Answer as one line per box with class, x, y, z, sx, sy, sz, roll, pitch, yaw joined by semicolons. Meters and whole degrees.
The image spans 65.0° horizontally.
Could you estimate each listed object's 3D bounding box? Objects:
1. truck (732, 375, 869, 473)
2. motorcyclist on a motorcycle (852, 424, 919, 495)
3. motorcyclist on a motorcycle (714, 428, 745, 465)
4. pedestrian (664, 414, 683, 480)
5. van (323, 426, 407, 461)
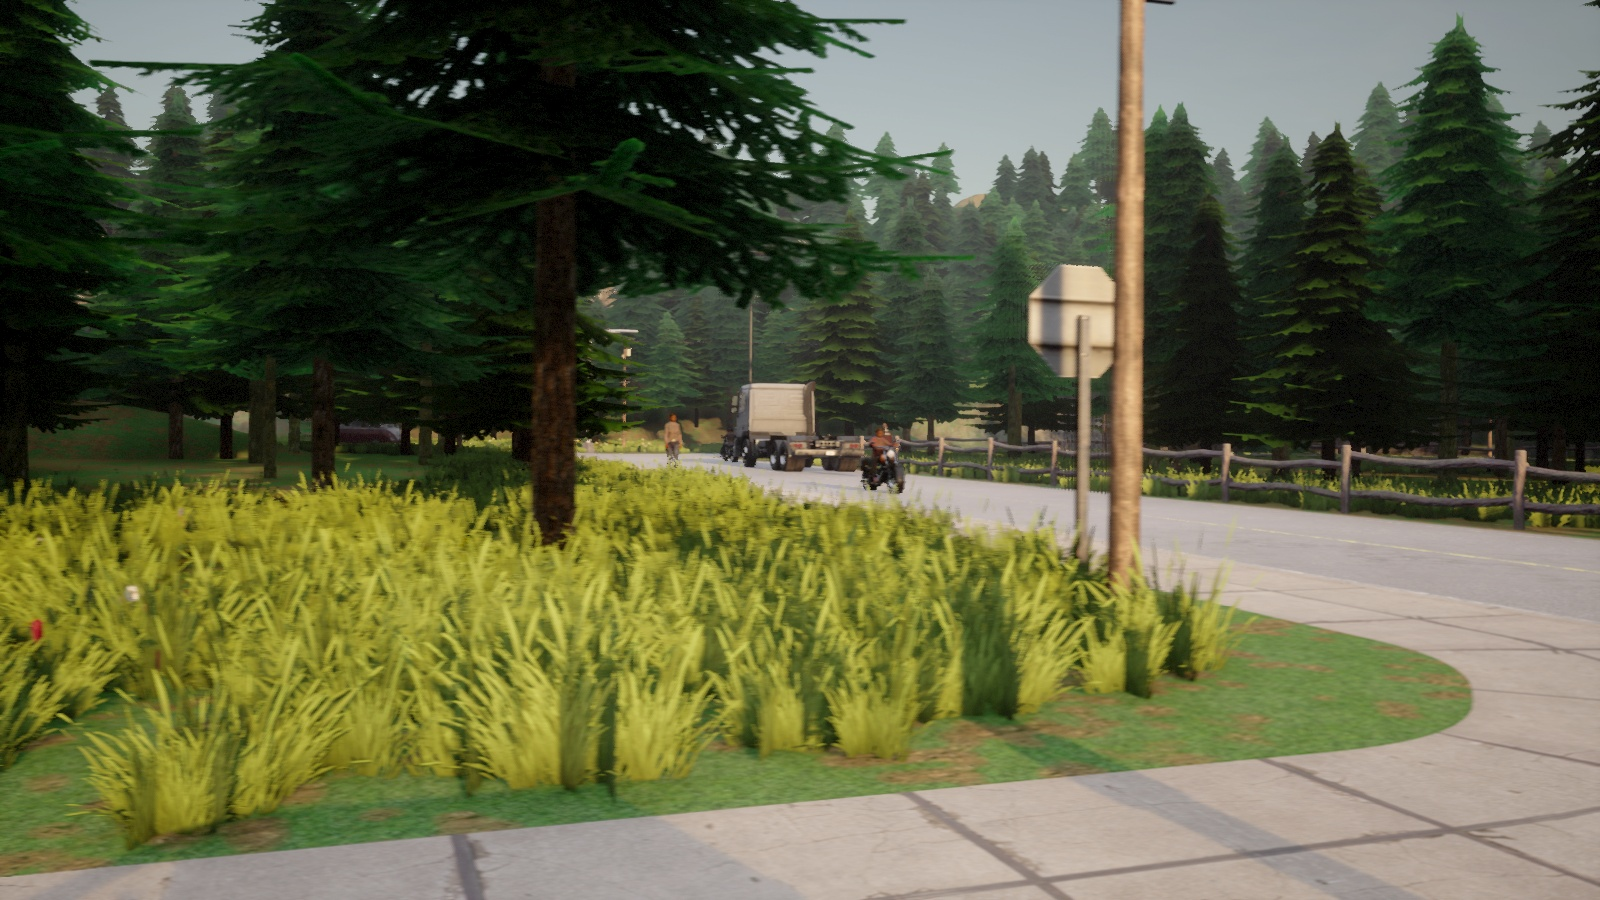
truck;-0.161;-0.983;48.278;2.891;3.462;7.936;-1;1;-18
motorcyclist on a motorcycle;2.047;0.209;30.571;0.766;1.649;2.350;-1;1;-19
motorcyclist on a motorcycle;-3.252;-0.166;57.558;0.766;1.649;2.350;-1;1;-19
pedestrian;-3.504;-0.085;34.735;0.328;1.805;0.869;-1;1;-19
van;-25.865;-0.392;74.713;4.442;1.987;1.775;0;1;13
